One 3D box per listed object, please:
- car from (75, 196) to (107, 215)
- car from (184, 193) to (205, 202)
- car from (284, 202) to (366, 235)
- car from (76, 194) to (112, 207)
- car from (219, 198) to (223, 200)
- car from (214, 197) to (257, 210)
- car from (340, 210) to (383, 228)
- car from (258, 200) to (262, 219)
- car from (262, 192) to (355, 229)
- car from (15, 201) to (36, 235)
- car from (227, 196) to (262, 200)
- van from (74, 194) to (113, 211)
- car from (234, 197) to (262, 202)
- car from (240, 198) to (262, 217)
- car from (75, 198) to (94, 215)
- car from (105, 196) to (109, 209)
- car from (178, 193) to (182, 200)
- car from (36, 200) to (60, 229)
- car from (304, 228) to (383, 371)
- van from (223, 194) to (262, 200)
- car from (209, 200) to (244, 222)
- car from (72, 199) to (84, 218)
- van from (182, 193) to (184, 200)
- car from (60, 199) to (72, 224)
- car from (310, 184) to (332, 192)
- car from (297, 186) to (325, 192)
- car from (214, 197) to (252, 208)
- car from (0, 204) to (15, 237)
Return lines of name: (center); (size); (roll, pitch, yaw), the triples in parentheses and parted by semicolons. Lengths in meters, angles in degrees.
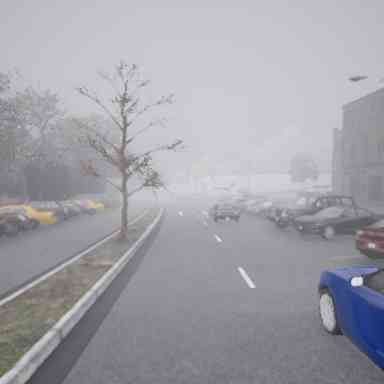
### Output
car: (-11.397, 1.500, 32.142); (5.366, 1.575, 1.946); (-1, 0, -24)
car: (1.009, 1.508, 84.525); (4.553, 1.767, 2.185); (0, 0, -30)
car: (7.499, 1.467, 16.841); (5.008, 1.535, 2.097); (1, 0, -22)
car: (-11.962, 1.380, 37.982); (4.553, 1.767, 2.185); (-1, 0, -24)
car: (6.168, 1.325, 40.982); (4.553, 1.767, 2.185); (1, 0, -25)
car: (5.719, 1.443, 43.901); (5.366, 1.575, 1.946); (1, 0, -25)
car: (7.645, 1.472, 10.805); (5.008, 1.535, 2.097); (1, 0, -21)
car: (7.257, 1.503, 22.884); (4.674, 1.452, 2.002); (1, 0, -23)
car: (7.365, 1.213, 19.846); (5.566, 2.045, 2.435); (1, 0, -22)
car: (-10.831, 1.382, 17.269); (4.553, 1.767, 2.185); (-1, 0, -22)
car: (6.591, 1.456, 34.946); (4.892, 1.521, 2.231); (1, 0, -24)
van: (-12.131, 1.278, 40.972); (4.442, 1.987, 1.878); (-1, 0, -25)
car: (6.775, 1.496, 31.933); (4.674, 1.452, 2.002); (1, 0, -24)
car: (6.960, 1.499, 28.914); (4.674, 1.452, 2.002); (1, 0, -23)
car: (-11.373, 1.546, 29.107); (4.674, 1.452, 2.002); (-1, 0, -23)
car: (-11.939, 1.506, 34.942); (5.366, 1.575, 1.946); (-1, 0, -24)
car: (-0.007, 1.370, 90.454); (5.566, 2.045, 2.435); (1, 0, -30)
car: (-11.087, 1.506, 20.163); (5.366, 1.575, 1.946); (-1, 0, -22)
car: (3.063, 1.475, 3.631); (1.882, 1.535, 5.008); (0, 0, 0)
van: (6.268, 1.225, 37.908); (4.442, 1.987, 1.878); (1, 0, -24)
car: (2.420, 1.587, 25.963); (1.895, 1.301, 4.718); (0, 0, -3)
car: (-11.200, 1.546, 26.151); (4.674, 1.452, 2.002); (-1, 0, -23)
van: (0.437, 1.401, 87.448); (4.442, 1.987, 1.878); (0, 0, -30)
car: (-11.024, 1.380, 23.204); (4.553, 1.767, 2.185); (-1, 0, -23)
car: (23.508, -0.421, 59.495); (2.435, 2.045, 5.566); (-7, 4, -30)
car: (20.556, 0.160, 59.006); (2.002, 1.452, 4.674); (-7, 4, -30)
car: (5.804, 1.482, 46.961); (4.792, 1.488, 2.163); (1, 0, -25)
car: (-10.691, 1.506, 14.317); (5.008, 1.535, 2.097); (-1, 0, -21)
